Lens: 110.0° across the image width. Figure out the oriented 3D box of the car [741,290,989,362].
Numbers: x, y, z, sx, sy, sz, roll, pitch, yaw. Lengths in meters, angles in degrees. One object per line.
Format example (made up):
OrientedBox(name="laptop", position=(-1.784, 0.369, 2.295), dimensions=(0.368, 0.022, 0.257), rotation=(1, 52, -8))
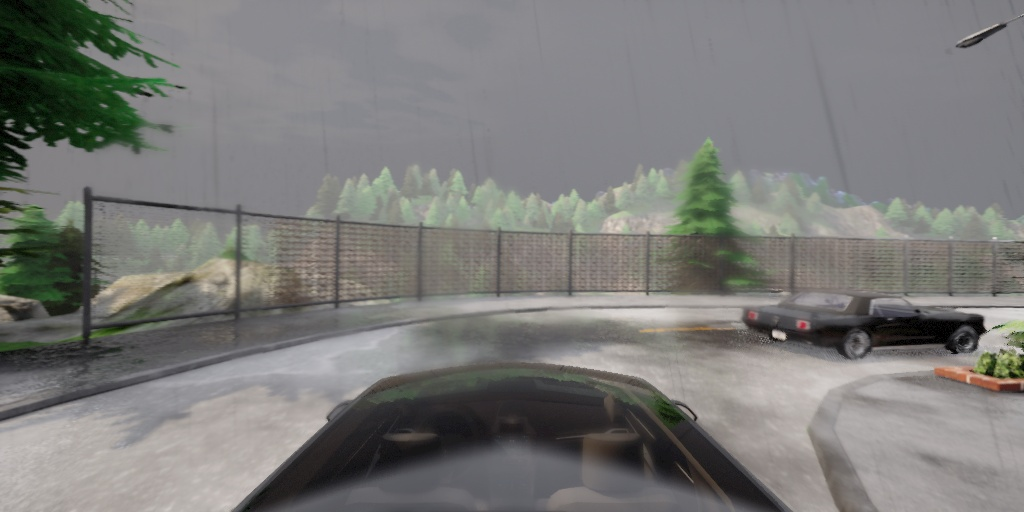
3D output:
OrientedBox(name="car", position=(7.997, 1.458, 8.225), dimensions=(4.718, 1.301, 1.895), rotation=(1, 0, -11))
